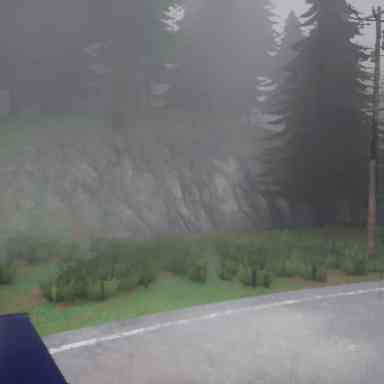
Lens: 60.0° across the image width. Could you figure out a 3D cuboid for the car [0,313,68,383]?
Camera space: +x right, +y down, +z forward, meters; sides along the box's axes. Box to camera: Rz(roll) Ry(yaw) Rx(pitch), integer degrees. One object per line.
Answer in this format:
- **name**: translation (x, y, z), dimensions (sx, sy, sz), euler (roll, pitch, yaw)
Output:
- **car**: translation (-3.077, 1.492, 1.445), dimensions (4.718, 1.301, 1.895), euler (0, 2, -36)
